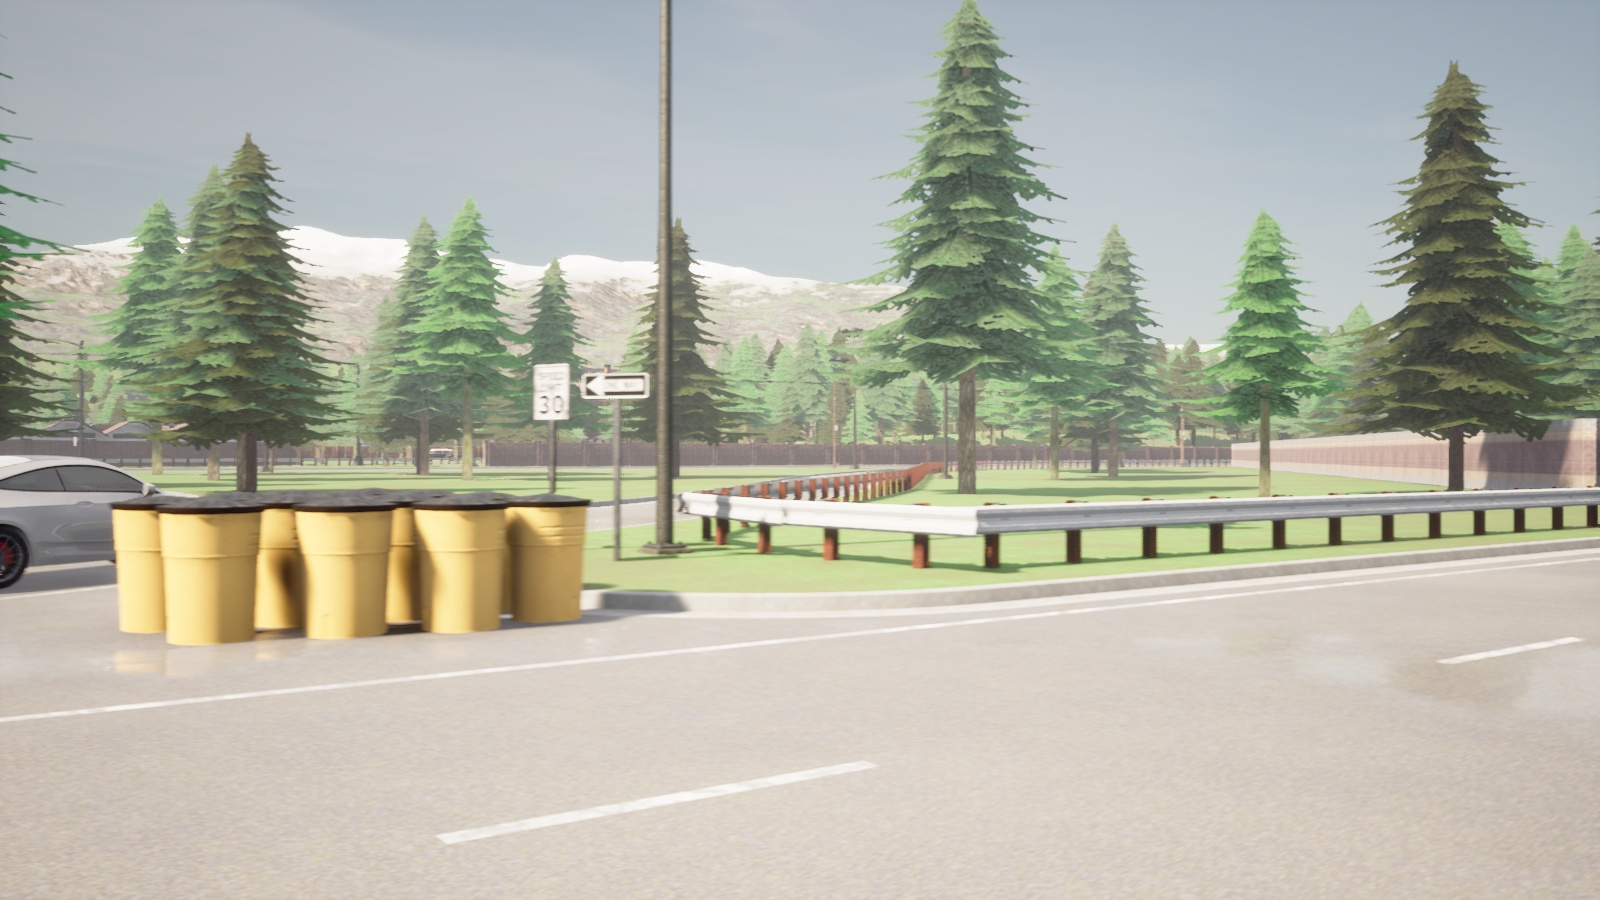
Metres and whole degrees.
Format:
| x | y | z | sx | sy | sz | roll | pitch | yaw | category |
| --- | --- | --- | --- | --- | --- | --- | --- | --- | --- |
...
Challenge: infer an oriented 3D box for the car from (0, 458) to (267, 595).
| x | y | z | sx | sy | sz | roll | pitch | yaw | category |
| --- | --- | --- | --- | --- | --- | --- | --- | --- | --- |
| -8.840 | 0.826 | 14.909 | 1.812 | 1.442 | 4.674 | 0 | 0 | 23 | car |
